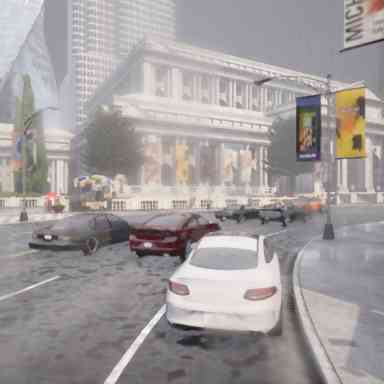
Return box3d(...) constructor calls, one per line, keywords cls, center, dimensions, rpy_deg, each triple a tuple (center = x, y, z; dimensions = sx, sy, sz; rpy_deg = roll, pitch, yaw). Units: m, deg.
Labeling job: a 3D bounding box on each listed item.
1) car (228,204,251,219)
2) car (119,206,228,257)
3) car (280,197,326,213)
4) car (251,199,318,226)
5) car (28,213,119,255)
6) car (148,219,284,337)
box3d(cls="car", center=(3.868, 1.601, 25.500), dimensions=(1.895, 1.301, 4.718), rpy_deg=(0, 0, 44))
box3d(cls="car", center=(-0.394, 1.477, 12.569), dimensions=(1.882, 1.535, 5.008), rpy_deg=(0, 0, 23))
box3d(cls="car", center=(12.306, 1.352, 36.145), dimensions=(4.553, 1.767, 2.097), rpy_deg=(0, 0, -29))
box3d(cls="car", center=(6.559, 1.494, 23.224), dimensions=(2.128, 1.511, 4.902), rpy_deg=(0, 0, 44))
box3d(cls="car", center=(-3.870, 1.546, 13.404), dimensions=(2.033, 1.411, 5.357), rpy_deg=(0, 0, 22))
box3d(cls="car", center=(0.836, 1.525, 6.696), dimensions=(1.812, 1.442, 4.674), rpy_deg=(0, 0, 13))
